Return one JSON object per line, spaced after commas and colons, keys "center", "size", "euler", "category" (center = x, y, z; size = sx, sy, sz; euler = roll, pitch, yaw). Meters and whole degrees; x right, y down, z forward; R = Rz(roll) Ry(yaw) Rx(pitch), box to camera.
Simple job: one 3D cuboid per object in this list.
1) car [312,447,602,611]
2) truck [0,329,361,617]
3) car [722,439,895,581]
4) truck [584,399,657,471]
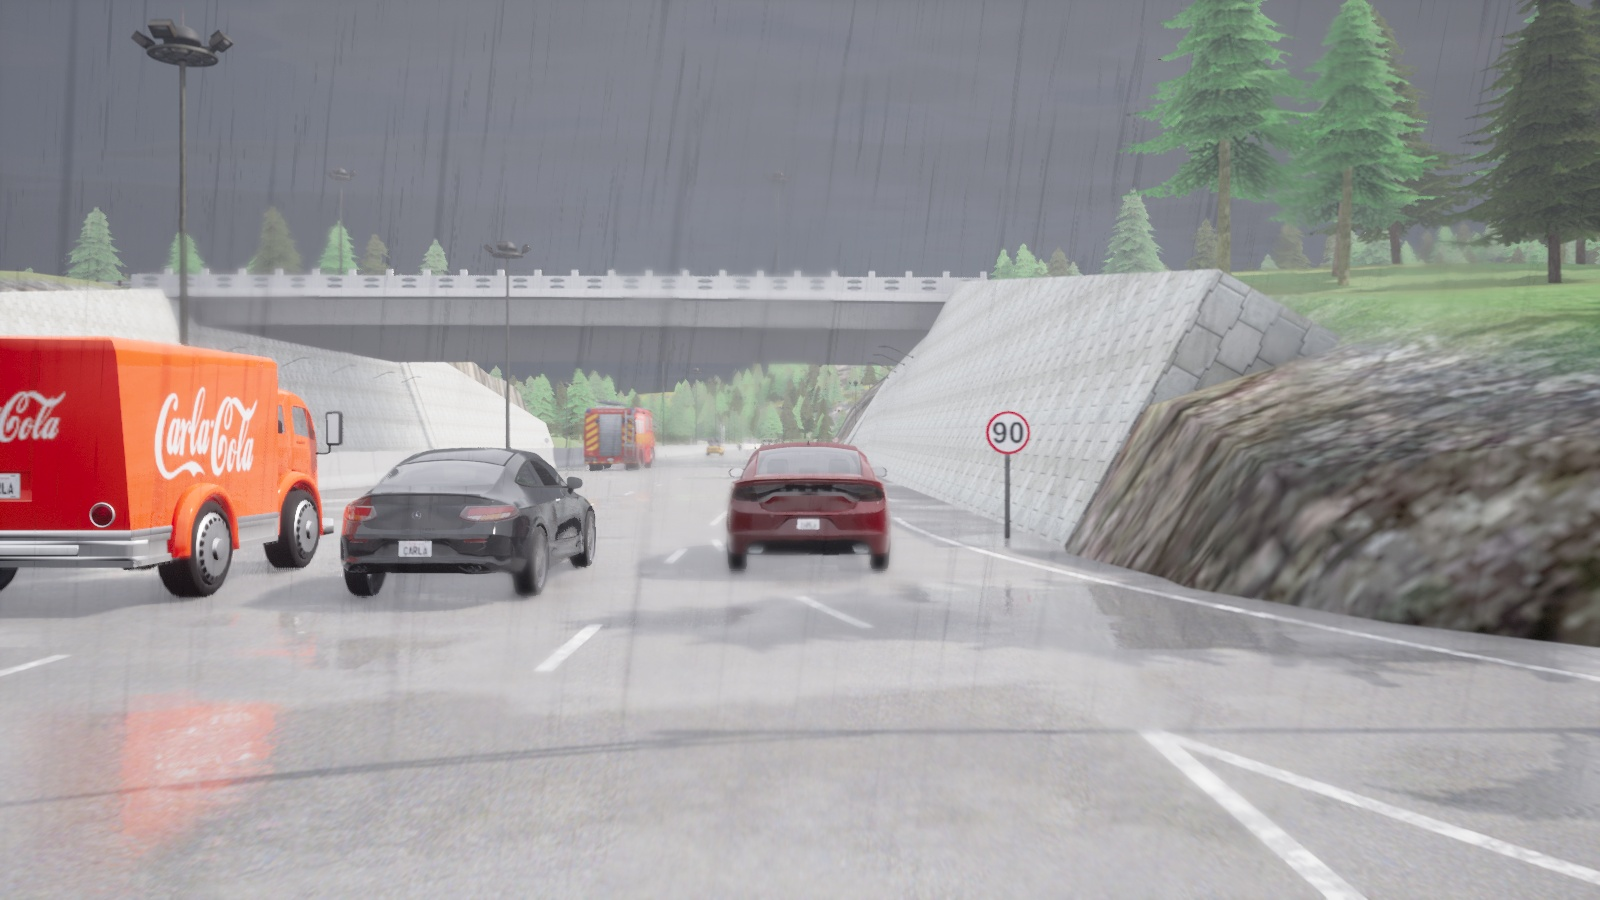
{"center": [-3.408, 0.694, 13.465], "size": [1.812, 1.442, 4.674], "euler": [0, 0, 0], "category": "car"}
{"center": [-6.908, 0.179, 13.374], "size": [2.627, 2.467, 5.204], "euler": [0, 0, 0], "category": "truck"}
{"center": [0.107, 0.633, 16.160], "size": [1.882, 1.535, 5.008], "euler": [0, 1, 0], "category": "car"}
{"center": [-10.077, -0.829, 71.433], "size": [2.891, 3.827, 8.468], "euler": [0, 0, 0], "category": "truck"}
